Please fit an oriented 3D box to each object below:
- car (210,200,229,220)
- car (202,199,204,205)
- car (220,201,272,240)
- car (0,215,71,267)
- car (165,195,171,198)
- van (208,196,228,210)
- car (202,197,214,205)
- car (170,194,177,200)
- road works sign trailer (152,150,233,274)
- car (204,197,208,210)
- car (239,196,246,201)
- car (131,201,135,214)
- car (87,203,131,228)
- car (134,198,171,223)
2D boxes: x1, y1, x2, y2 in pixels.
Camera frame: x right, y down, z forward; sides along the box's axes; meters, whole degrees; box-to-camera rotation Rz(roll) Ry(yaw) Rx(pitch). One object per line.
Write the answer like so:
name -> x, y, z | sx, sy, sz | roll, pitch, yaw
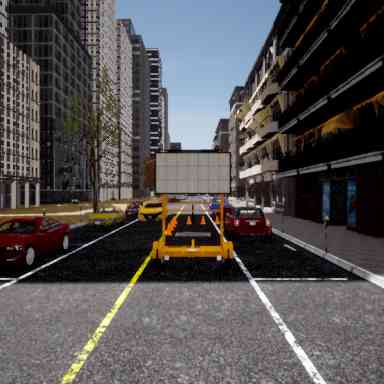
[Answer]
car -> 2.769, 1.593, 27.982 | 1.802, 1.307, 4.206 | 0, 0, 0
car -> 2.835, 1.581, 50.112 | 2.008, 1.369, 4.403 | 0, 0, 0
car -> 2.737, 1.444, 16.916 | 1.967, 1.590, 4.097 | 0, 0, 0
car -> -5.660, 1.547, 11.409 | 1.887, 1.381, 4.507 | 0, 0, 0
car -> -5.513, 1.588, 61.203 | 1.887, 1.381, 4.507 | 0, 0, 0
van -> 2.786, 1.357, 33.514 | 1.690, 1.788, 3.998 | 0, 0, 0
car -> 2.867, 1.594, 61.178 | 2.008, 1.369, 4.403 | 0, 0, 0
car -> -5.419, 1.415, 93.591 | 2.192, 1.841, 5.009 | 0, 0, 0
road works sign trailer -> 0.028, 0.466, 10.594 | 2.380, 3.560, 2.880 | 0, 0, 0
car -> 2.802, 1.460, 39.047 | 1.967, 1.590, 4.097 | 0, 0, 0
car -> 13.661, 1.414, 80.552 | 4.403, 1.369, 2.008 | -1, 1, 0
car -> -5.595, 1.597, 33.540 | 1.802, 1.307, 4.206 | 0, 0, 0
car -> -5.627, 1.532, 22.304 | 1.752, 1.417, 4.829 | 0, 0, 0
car -> -2.926, 1.487, 25.901 | 1.882, 1.535, 5.008 | 0, 0, 0
